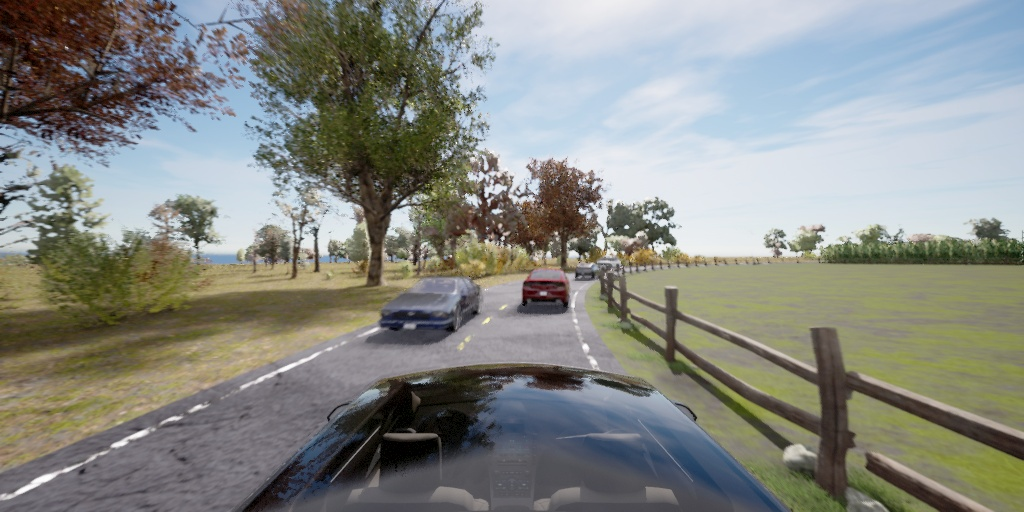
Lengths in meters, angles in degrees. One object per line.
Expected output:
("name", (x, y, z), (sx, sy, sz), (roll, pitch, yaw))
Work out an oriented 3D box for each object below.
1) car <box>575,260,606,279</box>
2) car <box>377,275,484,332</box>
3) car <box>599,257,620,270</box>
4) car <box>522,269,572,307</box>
("car", (7.449, 1.402, 34.948), (2.128, 1.511, 4.902), (0, 0, 24))
("car", (-2.159, 1.327, 11.274), (2.033, 1.411, 5.357), (0, 0, 7))
("car", (13.797, 1.102, 51.907), (2.150, 2.045, 5.566), (0, 0, 36))
("car", (1.648, 1.307, 16.215), (1.882, 1.535, 5.008), (0, 0, 10))
